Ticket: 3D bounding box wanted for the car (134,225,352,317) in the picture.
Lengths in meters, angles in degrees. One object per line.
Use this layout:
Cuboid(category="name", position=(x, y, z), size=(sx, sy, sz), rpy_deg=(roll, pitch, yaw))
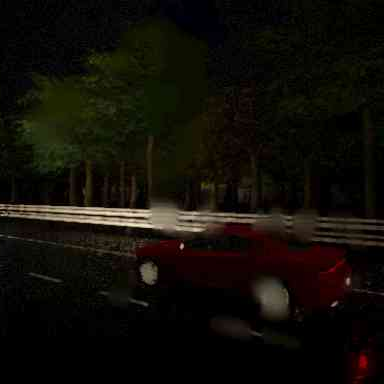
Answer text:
Cuboid(category="car", position=(0.850, 1.498, 7.561), size=(5.008, 1.535, 1.882), rpy_deg=(0, 0, 36))
